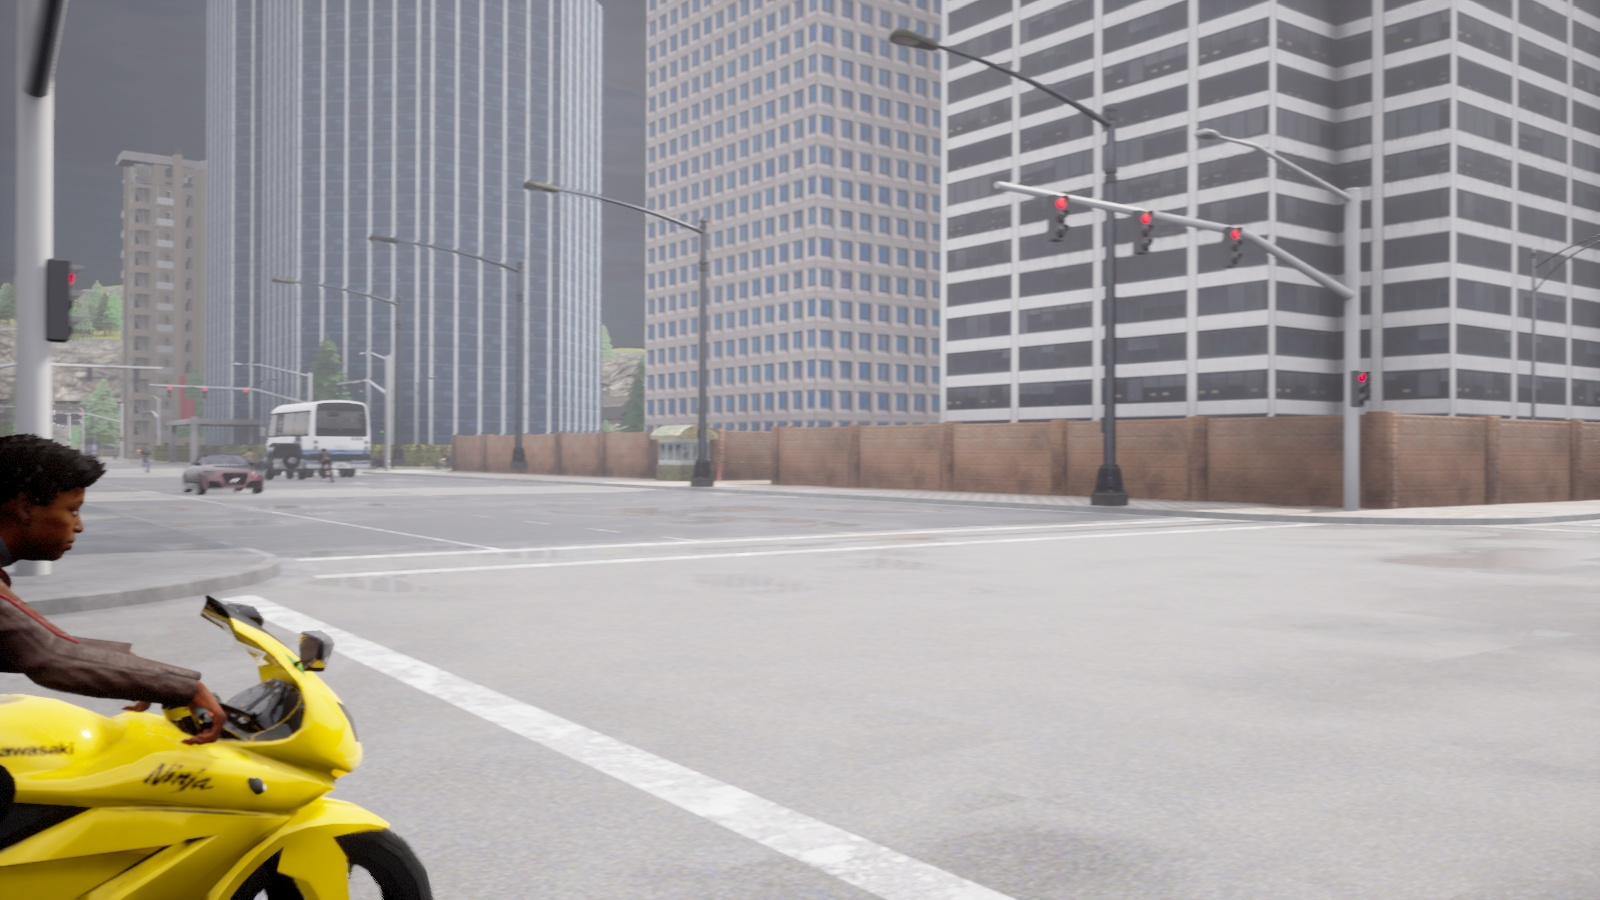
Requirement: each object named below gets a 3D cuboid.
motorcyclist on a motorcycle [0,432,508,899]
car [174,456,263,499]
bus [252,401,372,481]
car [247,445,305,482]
[{"bbox_3d":[-1.722,0.731,2.567,2.044,1.523,0.797,0,0,-38],"label":"motorcyclist on a motorcycle"},{"bbox_3d":[-19.986,0.896,43.052,1.994,1.385,4.181,0,0,-36],"label":"car"},{"bbox_3d":[-28.223,-0.483,72.251,3.944,4.253,10.273,0,0,-36],"label":"bus"},{"bbox_3d":[-26.911,0.673,64.492,1.905,1.878,3.866,0,0,-36],"label":"car"}]
